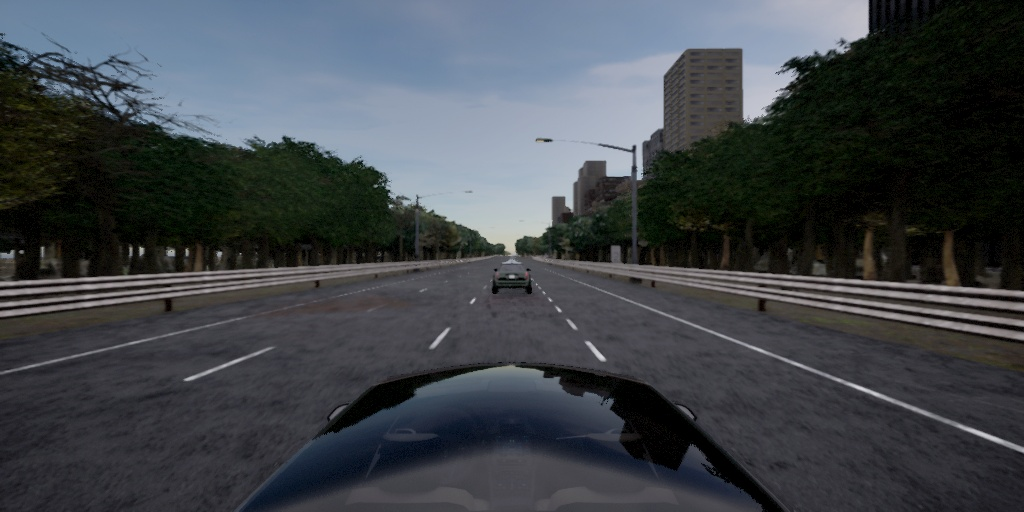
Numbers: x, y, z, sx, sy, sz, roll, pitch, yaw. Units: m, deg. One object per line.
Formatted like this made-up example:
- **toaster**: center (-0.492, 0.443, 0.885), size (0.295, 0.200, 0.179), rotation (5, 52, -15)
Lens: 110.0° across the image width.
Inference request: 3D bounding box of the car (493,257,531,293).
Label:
- **car**: center (0.001, 1.125, 21.189), size (2.097, 1.767, 4.553), rotation (0, 0, 0)
